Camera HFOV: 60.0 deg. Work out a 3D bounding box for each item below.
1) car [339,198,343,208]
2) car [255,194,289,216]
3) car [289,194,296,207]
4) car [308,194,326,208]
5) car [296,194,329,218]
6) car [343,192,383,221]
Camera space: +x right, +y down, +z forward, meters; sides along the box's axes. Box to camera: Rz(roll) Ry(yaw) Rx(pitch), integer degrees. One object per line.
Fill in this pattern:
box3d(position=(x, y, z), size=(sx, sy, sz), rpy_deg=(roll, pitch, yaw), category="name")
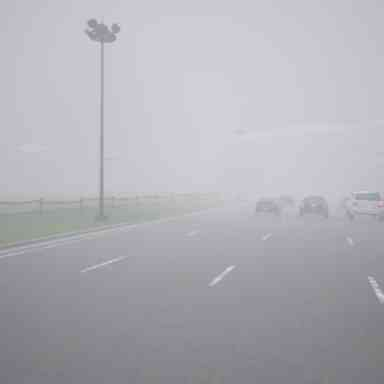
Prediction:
box3d(position=(18.300, 1.177, 38.667), size=(1.994, 1.385, 4.181), rpy_deg=(1, 1, 21), category="car")
box3d(position=(6.630, 1.145, 28.134), size=(2.128, 1.511, 4.902), rpy_deg=(1, 1, 22), category="car")
box3d(position=(11.930, 0.989, 41.589), size=(1.882, 1.535, 5.008), rpy_deg=(1, 0, 22), category="car")
box3d(position=(15.147, 1.066, 40.206), size=(1.837, 1.490, 4.892), rpy_deg=(1, 1, 22), category="car")
box3d(position=(9.944, 1.055, 26.993), size=(2.097, 1.767, 4.553), rpy_deg=(1, 1, 22), category="car")
box3d(position=(12.943, 0.981, 25.049), size=(2.150, 2.045, 5.566), rpy_deg=(1, 1, 21), category="car")
